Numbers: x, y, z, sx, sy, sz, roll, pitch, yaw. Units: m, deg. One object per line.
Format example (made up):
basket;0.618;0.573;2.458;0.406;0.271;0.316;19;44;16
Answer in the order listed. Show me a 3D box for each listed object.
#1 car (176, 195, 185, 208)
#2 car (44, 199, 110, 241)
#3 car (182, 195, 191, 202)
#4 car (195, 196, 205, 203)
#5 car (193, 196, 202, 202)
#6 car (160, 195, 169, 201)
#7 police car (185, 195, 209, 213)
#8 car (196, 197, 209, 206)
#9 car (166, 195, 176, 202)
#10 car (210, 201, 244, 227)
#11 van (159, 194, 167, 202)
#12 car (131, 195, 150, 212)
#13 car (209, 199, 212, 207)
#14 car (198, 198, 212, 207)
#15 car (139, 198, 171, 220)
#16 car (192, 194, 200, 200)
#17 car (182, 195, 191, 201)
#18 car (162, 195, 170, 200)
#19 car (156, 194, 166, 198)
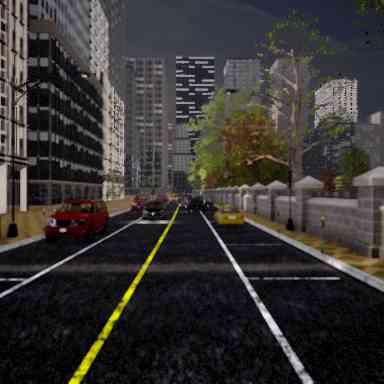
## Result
car;-0.367;1.492;46.562;1.837;1.490;4.892;0;0;-16
car;-5.547;1.315;16.740;2.192;1.841;5.009;0;0;0
car;-1.106;1.394;70.371;1.812;1.442;4.674;0;0;-1
car;1.538;1.540;66.700;1.947;1.339;4.313;0;0;-1
car;1.298;1.547;77.796;1.802;1.307;4.206;0;0;-1
car;-6.848;1.542;83.253;1.802;1.307;4.206;0;0;-1
police car;0.440;1.418;36.951;1.930;1.638;5.238;0;0;-1
car;1.779;1.547;55.602;1.947;1.339;4.313;0;0;-1
car;-3.854;1.438;70.218;1.882;1.535;5.008;0;0;-1
car;2.415;1.523;22.486;1.752;1.417;4.829;0;0;-1
van;-6.728;1.307;77.714;1.690;1.788;3.998;0;0;-1
car;-5.888;1.307;38.933;2.192;1.841;5.009;0;0;-1
car;2.020;1.539;44.505;2.008;1.369;4.403;0;0;-1
car;1.899;1.567;50.054;1.802;1.307;4.206;0;0;-1
car;-3.088;1.501;28.386;1.837;1.490;4.892;0;0;-1
car;1.057;1.394;88.894;1.967;1.590;4.097;0;0;-1
car;-1.352;1.362;81.793;2.033;1.411;5.357;0;0;-1
car;-6.964;1.480;88.623;1.752;1.417;4.829;0;0;-1
car;-6.608;1.286;72.174;2.192;1.841;5.009;0;0;-1
